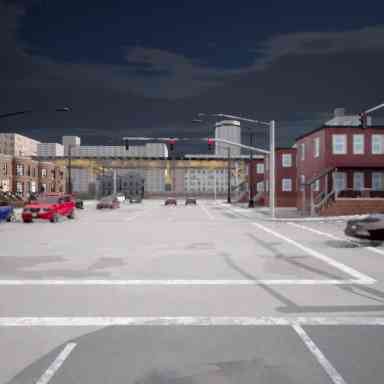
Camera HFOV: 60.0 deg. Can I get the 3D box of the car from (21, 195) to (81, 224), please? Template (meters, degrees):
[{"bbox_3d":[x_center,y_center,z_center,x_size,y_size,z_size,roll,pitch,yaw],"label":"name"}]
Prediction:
[{"bbox_3d":[-10.671,1.222,25.239,2.150,2.045,5.566,0,0,0],"label":"car"}]

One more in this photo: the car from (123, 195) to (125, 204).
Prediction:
[{"bbox_3d":[-14.191,1.226,62.844,2.150,2.045,5.566,0,0,0],"label":"car"}]

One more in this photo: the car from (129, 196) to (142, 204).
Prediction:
[{"bbox_3d":[-10.691,1.493,63.078,2.128,1.511,4.902,0,0,0],"label":"car"}]

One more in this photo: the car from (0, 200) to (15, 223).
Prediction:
[{"bbox_3d":[-14.165,1.351,22.721,2.097,1.767,4.553,0,0,0],"label":"car"}]

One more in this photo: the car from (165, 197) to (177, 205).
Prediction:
[{"bbox_3d":[-3.565,1.526,56.764,1.812,1.442,4.674,0,0,0],"label":"car"}]

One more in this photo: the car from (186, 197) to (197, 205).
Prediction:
[{"bbox_3d":[-0.170,1.526,58.582,1.812,1.442,4.674,0,0,0],"label":"car"}]

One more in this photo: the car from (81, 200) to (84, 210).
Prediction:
[{"bbox_3d":[-14.213,1.491,39.162,2.128,1.511,4.902,0,0,0],"label":"car"}]

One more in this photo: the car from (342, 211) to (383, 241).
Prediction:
[{"bbox_3d":[9.382,1.437,14.212,5.357,1.411,2.033,-2,0,-1],"label":"car"}]

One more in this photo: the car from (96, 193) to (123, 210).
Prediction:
[{"bbox_3d":[-10.721,1.351,42.556,2.097,1.767,4.553,0,0,0],"label":"car"}]
